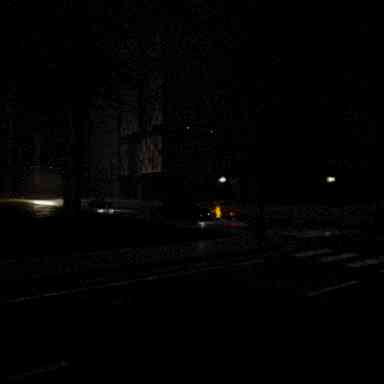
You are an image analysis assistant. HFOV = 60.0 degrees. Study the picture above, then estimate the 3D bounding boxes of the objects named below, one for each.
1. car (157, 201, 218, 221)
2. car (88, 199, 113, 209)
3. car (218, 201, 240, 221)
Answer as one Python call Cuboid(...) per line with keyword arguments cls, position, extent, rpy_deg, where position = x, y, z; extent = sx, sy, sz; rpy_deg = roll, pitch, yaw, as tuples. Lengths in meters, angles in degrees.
Cuboid(cls="car", position=(-0.672, 1.513, 27.442), extent=(4.892, 1.490, 1.837), rpy_deg=(-1, -2, 35))
Cuboid(cls="car", position=(-12.086, 1.513, 43.866), extent=(1.895, 1.301, 4.718), rpy_deg=(0, 0, -35))
Cuboid(cls="car", position=(2.178, 1.505, 27.673), extent=(1.882, 1.535, 5.008), rpy_deg=(1, -1, -20))
